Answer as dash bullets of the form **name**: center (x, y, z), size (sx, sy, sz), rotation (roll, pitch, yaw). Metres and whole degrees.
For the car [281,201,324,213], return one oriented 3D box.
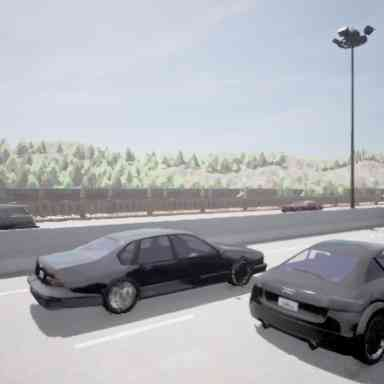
- **car**: center (11.057, 1.545, 33.369), size (4.718, 1.301, 1.895), rotation (0, 0, -36)

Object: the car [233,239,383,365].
- **car**: center (2.992, 1.553, 5.877), size (4.181, 1.385, 1.994), rotation (0, 0, -35)

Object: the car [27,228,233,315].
- **car**: center (-0.702, 1.540, 7.543), size (5.357, 1.411, 2.033), rotation (0, 0, -35)

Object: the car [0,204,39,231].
- **car**: center (-9.253, 1.350, 14.586), size (4.553, 1.767, 2.097), rotation (0, 0, -35)
